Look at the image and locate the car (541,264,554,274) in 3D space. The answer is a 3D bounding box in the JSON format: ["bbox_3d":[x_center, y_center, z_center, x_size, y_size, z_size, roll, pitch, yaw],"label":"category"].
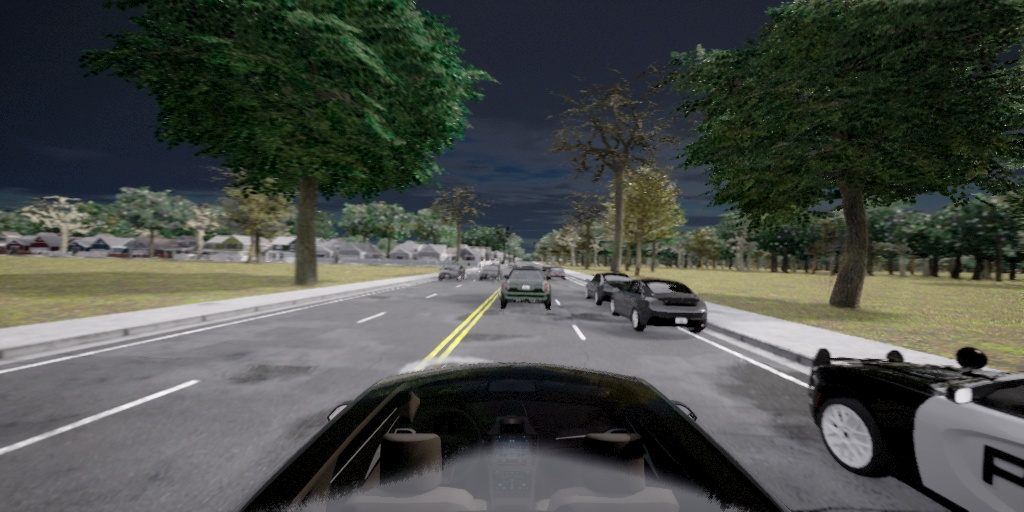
[{"bbox_3d":[5.739,2.098,58.977,1.882,1.535,5.008,1,-1,3],"label":"car"}]

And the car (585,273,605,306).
[{"bbox_3d":[4.843,1.574,17.851,1.837,1.490,4.892,1,-1,3],"label":"car"}]

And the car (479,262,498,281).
[{"bbox_3d":[-1.987,1.608,34.318,1.837,1.490,4.892,1,-1,3],"label":"car"}]

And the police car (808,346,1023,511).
[{"bbox_3d":[4.123,1.284,1.979,1.930,1.638,5.238,1,-1,3],"label":"police car"}]

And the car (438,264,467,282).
[{"bbox_3d":[-5.325,1.499,32.452,1.837,1.490,4.892,1,-1,3],"label":"car"}]

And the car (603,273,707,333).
[{"bbox_3d":[4.570,1.494,11.858,1.837,1.490,4.892,1,-1,3],"label":"car"}]

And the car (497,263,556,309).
[{"bbox_3d":[0.653,1.295,16.368,2.097,1.767,4.553,1,-1,3],"label":"car"}]

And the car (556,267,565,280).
[{"bbox_3d":[4.917,1.904,40.164,2.033,1.411,5.357,1,-1,3],"label":"car"}]
